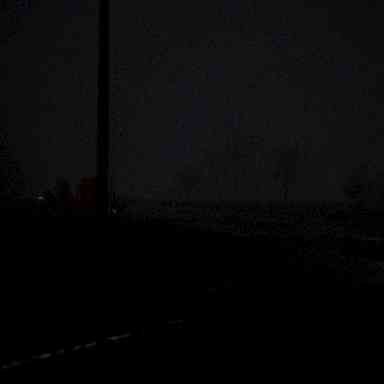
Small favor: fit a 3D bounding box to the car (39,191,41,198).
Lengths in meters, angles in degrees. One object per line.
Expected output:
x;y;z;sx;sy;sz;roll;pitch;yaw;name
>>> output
-37.820;0.526;84.687;2.097;1.767;4.553;0;1;-28;car
